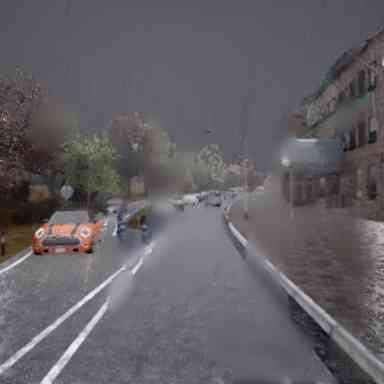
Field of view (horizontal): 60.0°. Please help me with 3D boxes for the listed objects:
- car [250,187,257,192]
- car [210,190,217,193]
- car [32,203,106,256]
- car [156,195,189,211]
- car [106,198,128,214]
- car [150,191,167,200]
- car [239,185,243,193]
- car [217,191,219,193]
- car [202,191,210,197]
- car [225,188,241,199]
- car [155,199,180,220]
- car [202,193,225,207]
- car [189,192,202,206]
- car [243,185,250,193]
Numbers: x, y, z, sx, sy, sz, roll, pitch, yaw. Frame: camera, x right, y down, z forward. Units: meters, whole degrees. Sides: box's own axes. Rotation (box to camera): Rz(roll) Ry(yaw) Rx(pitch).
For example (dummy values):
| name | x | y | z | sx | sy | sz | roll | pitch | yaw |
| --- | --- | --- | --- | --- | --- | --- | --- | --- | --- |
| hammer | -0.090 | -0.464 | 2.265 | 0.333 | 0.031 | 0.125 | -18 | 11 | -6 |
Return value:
| name | x | y | z | sx | sy | sz | roll | pitch | yaw |
| --- | --- | --- | --- | --- | --- | --- | --- | --- | --- |
| car | 14.767 | -0.881 | 89.922 | 2.435 | 2.045 | 5.566 | -3 | 1 | 28 |
| car | 2.411 | 0.651 | 58.791 | 2.231 | 1.521 | 4.892 | 0 | 2 | 16 |
| car | -4.978 | 1.473 | 13.862 | 2.097 | 1.767 | 4.553 | 0 | 0 | -10 |
| car | -2.058 | 1.483 | 36.791 | 2.097 | 1.535 | 5.008 | 1 | 3 | 9 |
| car | -7.493 | 1.412 | 32.645 | 2.128 | 1.511 | 4.902 | 0 | 1 | -3 |
| car | -5.809 | 0.580 | 59.037 | 2.033 | 1.411 | 5.357 | 0 | 2 | 11 |
| car | 9.881 | -0.201 | 79.846 | 2.231 | 1.521 | 4.892 | -3 | 1 | 25 |
| car | 4.236 | 0.404 | 64.844 | 2.097 | 1.535 | 5.008 | 0 | 2 | 18 |
| car | 1.013 | 0.885 | 53.260 | 2.097 | 1.535 | 5.008 | -1 | 3 | 14 |
| car | 7.211 | 0.534 | 61.899 | 2.033 | 1.411 | 5.357 | 0 | 2 | 17 |
| car | -2.575 | 1.762 | 30.675 | 2.002 | 1.452 | 4.674 | -2 | 2 | 4 |
| car | 2.956 | 1.252 | 44.303 | 1.994 | 1.385 | 4.181 | 0 | 2 | 10 |
| car | -0.317 | 1.156 | 47.176 | 2.002 | 1.452 | 4.674 | -1 | 2 | 12 |
| car | 12.235 | -0.415 | 84.914 | 2.231 | 1.521 | 4.892 | -3 | 1 | 26 |
